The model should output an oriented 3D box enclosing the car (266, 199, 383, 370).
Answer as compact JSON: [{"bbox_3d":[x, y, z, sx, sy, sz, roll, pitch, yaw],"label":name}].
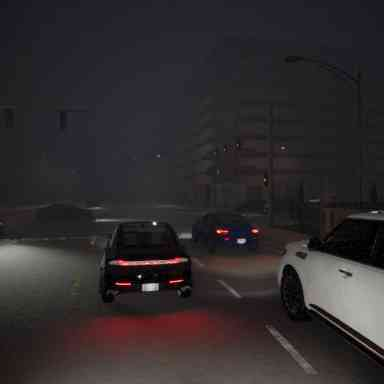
[{"bbox_3d":[2.985,1.221,4.219,2.150,2.045,5.566,0,0,-7],"label":"car"}]

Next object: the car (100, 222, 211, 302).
[{"bbox_3d":[-1.212,1.492,8.335,2.128,1.511,4.902,0,0,-11],"label":"car"}]

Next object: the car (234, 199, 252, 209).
[{"bbox_3d":[7.065,1.560,37.692,4.892,1.490,1.837,0,0,-14],"label":"car"}]

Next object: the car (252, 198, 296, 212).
[{"bbox_3d":[9.099,1.407,34.591,4.553,1.767,2.097,0,0,-14],"label":"car"}]

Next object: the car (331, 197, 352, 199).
[{"bbox_3d":[17.819,1.581,36.730,4.674,1.442,1.812,0,0,-14],"label":"car"}]

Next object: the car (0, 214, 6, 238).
[{"bbox_3d":[-10.832,1.496,16.834,2.128,1.511,4.902,1,-1,-40],"label":"car"}]

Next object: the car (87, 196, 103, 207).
[{"bbox_3d":[-14.661,1.564,49.459,1.994,1.385,4.181,0,0,-13],"label":"car"}]

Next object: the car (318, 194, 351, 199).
[{"bbox_3d":[16.638,1.277,40.051,5.566,2.045,2.150,0,0,-14],"label":"car"}]

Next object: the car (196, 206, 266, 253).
[{"bbox_3d":[1.242,1.526,13.757,1.812,1.442,4.674,0,0,-12],"label":"car"}]

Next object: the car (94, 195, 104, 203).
[{"bbox_3d":[-19.301,1.478,69.062,1.882,1.535,5.008,0,0,-14],"label":"car"}]

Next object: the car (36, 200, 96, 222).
[{"bbox_3d":[-9.942,1.585,26.076,4.181,1.385,1.994,0,0,-14],"label":"car"}]
